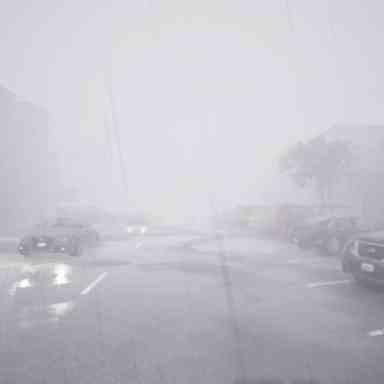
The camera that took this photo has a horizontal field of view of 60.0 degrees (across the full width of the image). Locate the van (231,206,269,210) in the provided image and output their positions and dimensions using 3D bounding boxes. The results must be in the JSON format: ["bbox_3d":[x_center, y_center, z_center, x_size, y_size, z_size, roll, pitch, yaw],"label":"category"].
[{"bbox_3d":[6.400,2.311,31.604,4.442,1.987,1.878,2,-5,-20],"label":"van"}]

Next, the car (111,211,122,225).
[{"bbox_3d":[-11.588,2.927,39.614,5.566,2.045,2.435,1,-5,-21],"label":"car"}]

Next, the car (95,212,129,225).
[{"bbox_3d":[-11.685,3.807,48.540,4.553,1.767,2.185,1,-5,-21],"label":"car"}]

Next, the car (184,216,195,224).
[{"bbox_3d":[-0.510,5.201,61.326,1.895,1.301,4.718,0,-5,-1],"label":"car"}]

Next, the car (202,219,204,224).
[{"bbox_3d":[5.553,6.666,78.287,4.553,1.767,2.185,3,-7,-21],"label":"car"}]

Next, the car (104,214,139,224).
[{"bbox_3d":[-11.627,4.468,54.554,5.366,1.575,1.946,1,-6,-21],"label":"car"}]

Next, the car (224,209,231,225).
[{"bbox_3d":[6.234,2.770,34.457,4.792,1.488,2.163,2,-5,-20],"label":"car"}]

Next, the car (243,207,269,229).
[{"bbox_3d":[6.524,2.027,22.850,5.366,1.575,1.946,2,-3,-20],"label":"car"}]

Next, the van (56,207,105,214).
[{"bbox_3d":[-11.435,2.483,33.668,4.442,1.987,1.878,1,-4,-20],"label":"van"}]

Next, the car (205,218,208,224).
[{"bbox_3d":[5.946,4.763,60.810,5.566,2.045,2.435,3,-6,-21],"label":"car"}]

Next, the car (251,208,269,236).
[{"bbox_3d":[6.376,1.897,19.858,4.892,1.521,2.231,2,-3,-20],"label":"car"}]

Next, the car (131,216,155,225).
[{"bbox_3d":[-12.393,7.253,84.271,5.566,2.045,2.435,1,-6,-21],"label":"car"}]

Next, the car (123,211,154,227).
[{"bbox_3d":[-5.244,2.730,33.036,1.994,1.385,4.181,0,-4,0],"label":"car"}]

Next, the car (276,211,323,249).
[{"bbox_3d":[6.385,1.699,14.016,4.892,1.521,2.231,1,-2,-20],"label":"car"}]

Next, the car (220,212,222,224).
[{"bbox_3d":[6.205,3.243,40.311,4.674,1.452,2.002,3,-5,-20],"label":"car"}]

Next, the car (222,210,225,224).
[{"bbox_3d":[6.237,3.007,37.381,4.674,1.452,2.002,2,-5,-20],"label":"car"}]

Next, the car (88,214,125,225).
[{"bbox_3d":[-11.671,3.713,45.537,4.674,1.452,2.002,1,-5,-21],"label":"car"}]

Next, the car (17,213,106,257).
[{"bbox_3d":[-5.107,1.714,13.327,1.994,1.385,4.181,2,-3,0],"label":"car"}]

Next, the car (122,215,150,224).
[{"bbox_3d":[-12.139,5.970,72.362,5.566,2.045,2.435,1,-6,-21],"label":"car"}]

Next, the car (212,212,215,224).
[{"bbox_3d":[6.024,4.073,52.013,4.553,1.767,2.185,3,-6,-21],"label":"car"}]

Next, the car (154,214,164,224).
[{"bbox_3d":[-5.435,4.245,52.334,1.882,1.535,5.008,0,-6,0],"label":"car"}]

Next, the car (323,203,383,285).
[{"bbox_3d":[6.388,1.329,8.142,5.566,2.045,2.435,1,-1,-20],"label":"car"}]

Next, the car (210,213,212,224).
[{"bbox_3d":[6.004,4.466,54.928,4.892,1.521,2.231,3,-6,-21],"label":"car"}]

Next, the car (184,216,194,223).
[{"bbox_3d":[-0.692,5.951,71.325,2.128,1.511,4.902,0,-6,-1],"label":"car"}]

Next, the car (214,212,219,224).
[{"bbox_3d":[6.138,3.689,46.163,5.008,1.535,2.097,3,-5,-21],"label":"car"}]

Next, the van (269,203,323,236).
[{"bbox_3d":[6.493,1.564,16.986,4.442,1.987,1.878,2,-3,-20],"label":"van"}]

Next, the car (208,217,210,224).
[{"bbox_3d":[5.959,4.734,57.853,4.892,1.521,2.231,3,-6,-21],"label":"car"}]

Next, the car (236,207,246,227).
[{"bbox_3d":[6.339,2.174,25.701,4.892,1.521,2.231,2,-4,-20],"label":"car"}]

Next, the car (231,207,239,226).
[{"bbox_3d":[6.319,2.342,28.623,5.008,1.535,2.097,2,-4,-20],"label":"car"}]

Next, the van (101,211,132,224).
[{"bbox_3d":[-11.651,3.973,51.570,4.442,1.987,1.878,1,-6,-21],"label":"van"}]

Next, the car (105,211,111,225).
[{"bbox_3d":[-11.606,2.811,36.592,4.553,1.767,2.185,1,-5,-20],"label":"car"}]

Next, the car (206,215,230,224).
[{"bbox_3d":[5.674,6.049,72.455,4.553,1.767,2.185,3,-7,-21],"label":"car"}]

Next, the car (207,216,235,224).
[{"bbox_3d":[5.821,5.581,66.611,5.008,1.535,2.097,3,-6,-21],"label":"car"}]
